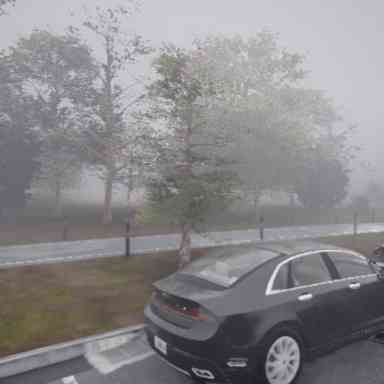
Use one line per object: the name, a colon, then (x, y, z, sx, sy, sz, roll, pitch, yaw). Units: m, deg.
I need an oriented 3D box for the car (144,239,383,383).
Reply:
car: (1.674, 1.487, 5.149, 4.892, 1.521, 2.231, 0, -3, -33)
